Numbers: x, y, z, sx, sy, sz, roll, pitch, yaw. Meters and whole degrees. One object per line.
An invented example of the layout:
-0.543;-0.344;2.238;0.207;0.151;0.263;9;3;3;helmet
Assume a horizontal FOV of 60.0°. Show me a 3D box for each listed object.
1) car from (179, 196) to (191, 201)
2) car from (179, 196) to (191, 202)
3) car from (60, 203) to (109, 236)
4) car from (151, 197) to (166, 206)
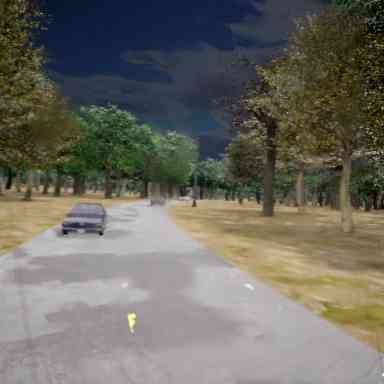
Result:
-1.956;1.714;92.002;1.895;1.301;4.718;3;0;16;car
-1.557;1.677;81.240;1.895;1.301;4.718;3;0;12;car
-5.202;1.268;16.737;2.033;1.411;5.357;3;0;-12;car
-4.940;1.384;49.211;1.895;1.301;4.718;3;0;0;car
